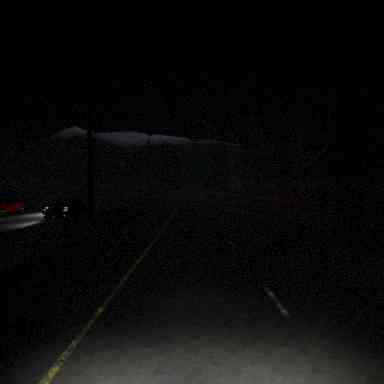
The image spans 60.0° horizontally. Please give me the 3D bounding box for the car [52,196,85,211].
[{"bbox_3d":[-14.191,1.316,38.519,2.128,1.511,4.902,0,1,-1],"label":"car"}]

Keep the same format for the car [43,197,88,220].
[{"bbox_3d":[-10.325,1.297,27.353,2.097,1.767,4.553,0,0,3],"label":"car"}]

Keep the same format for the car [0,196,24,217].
[{"bbox_3d":[-17.197,1.275,29.875,2.097,1.767,4.553,0,0,5],"label":"car"}]
